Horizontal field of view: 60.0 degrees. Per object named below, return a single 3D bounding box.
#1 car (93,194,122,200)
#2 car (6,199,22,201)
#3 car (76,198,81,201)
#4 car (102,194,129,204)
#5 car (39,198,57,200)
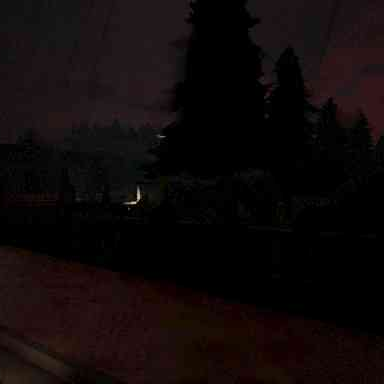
[{"bbox_3d":[-14.544,1.391,54.532,2.128,1.511,4.902,0,2,36],"label":"car"},{"bbox_3d":[-25.015,1.601,45.941,1.895,1.301,4.718,0,0,36],"label":"car"},{"bbox_3d":[-19.879,1.506,53.088,1.812,1.442,4.674,0,1,35],"label":"car"},{"bbox_3d":[-14.056,1.186,61.207,1.837,1.490,4.892,0,3,36],"label":"car"},{"bbox_3d":[-20.441,1.526,46.306,1.812,1.442,4.674,0,0,36],"label":"car"}]
